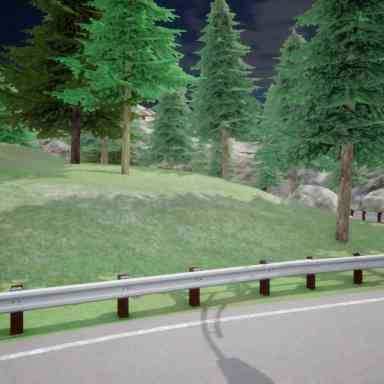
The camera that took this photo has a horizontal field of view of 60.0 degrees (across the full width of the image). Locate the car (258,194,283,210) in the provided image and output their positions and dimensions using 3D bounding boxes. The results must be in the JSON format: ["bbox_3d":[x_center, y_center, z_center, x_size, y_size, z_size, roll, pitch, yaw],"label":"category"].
[{"bbox_3d":[10.066,1.239,43.717,2.150,2.045,5.566,0,0,-28],"label":"car"}]

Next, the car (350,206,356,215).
[{"bbox_3d":[13.941,1.541,32.874,1.812,1.442,4.674,0,0,-18],"label":"car"}]
